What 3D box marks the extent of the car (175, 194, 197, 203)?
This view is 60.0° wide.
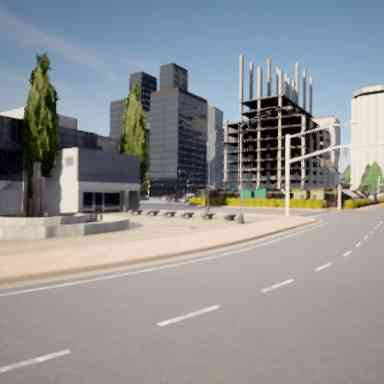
[{"bbox_3d":[-1.426,1.827,76.364,1.970,1.475,3.806,0,0,35],"label":"car"}]

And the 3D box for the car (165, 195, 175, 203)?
[{"bbox_3d":[-3.798,1.578,78.022,1.905,1.878,3.866,0,0,35],"label":"car"}]
